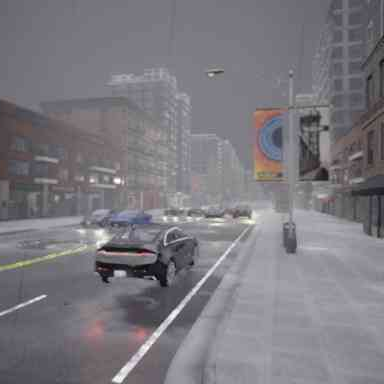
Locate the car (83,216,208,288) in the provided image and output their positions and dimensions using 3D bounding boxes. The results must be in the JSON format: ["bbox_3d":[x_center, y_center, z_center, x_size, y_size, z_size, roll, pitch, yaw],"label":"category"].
[{"bbox_3d":[-1.096,1.725,10.031,2.128,1.511,4.902,0,-1,13],"label":"car"}]

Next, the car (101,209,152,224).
[{"bbox_3d":[-4.489,2.021,24.688,1.882,1.535,5.008,0,-1,13],"label":"car"}]

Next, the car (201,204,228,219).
[{"bbox_3d":[2.855,2.540,40.812,1.994,1.385,4.181,0,-1,14],"label":"car"}]

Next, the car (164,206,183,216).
[{"bbox_3d":[-2.452,2.701,46.816,1.895,1.301,4.718,0,-1,13],"label":"car"}]

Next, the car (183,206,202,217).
[{"bbox_3d":[0.716,2.628,46.089,2.033,1.411,5.357,0,-1,13],"label":"car"}]

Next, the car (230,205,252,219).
[{"bbox_3d":[6.365,2.372,41.487,2.097,1.767,4.553,0,-1,14],"label":"car"}]

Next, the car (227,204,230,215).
[{"bbox_3d":[5.043,2.561,50.213,2.097,1.767,4.553,0,-1,13],"label":"car"}]

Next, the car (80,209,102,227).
[{"bbox_3d":[-7.230,2.106,27.248,1.812,1.442,4.674,0,-1,14],"label":"car"}]
